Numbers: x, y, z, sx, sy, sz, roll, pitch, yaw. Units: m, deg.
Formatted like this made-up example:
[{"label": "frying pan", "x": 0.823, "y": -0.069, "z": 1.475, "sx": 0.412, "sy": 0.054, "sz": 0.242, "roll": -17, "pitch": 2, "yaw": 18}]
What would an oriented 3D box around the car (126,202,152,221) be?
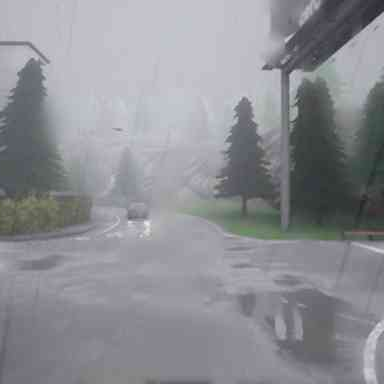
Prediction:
[{"label": "car", "x": -4.781, "y": 1.698, "z": 29.495, "sx": 1.837, "sy": 1.490, "sz": 4.892, "roll": 1, "pitch": 0, "yaw": -13}]
